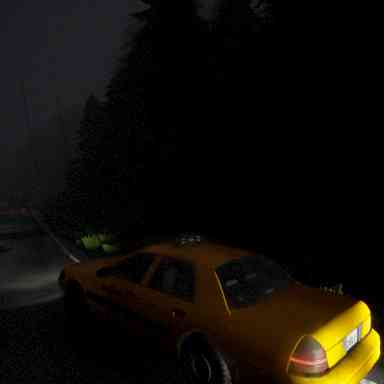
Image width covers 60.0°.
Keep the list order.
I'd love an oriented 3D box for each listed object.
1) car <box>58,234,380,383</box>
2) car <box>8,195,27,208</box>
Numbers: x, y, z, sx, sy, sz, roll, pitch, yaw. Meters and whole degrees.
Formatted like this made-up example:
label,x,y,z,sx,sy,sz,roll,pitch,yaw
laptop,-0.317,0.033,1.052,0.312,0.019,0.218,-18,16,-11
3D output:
label,x,y,z,sx,sy,sz,roll,pitch,yaw
car,-0.242,1.417,5.102,5.366,1.575,1.801,1,1,45
car,-21.019,1.057,40.138,2.128,1.511,4.902,-2,2,-26
